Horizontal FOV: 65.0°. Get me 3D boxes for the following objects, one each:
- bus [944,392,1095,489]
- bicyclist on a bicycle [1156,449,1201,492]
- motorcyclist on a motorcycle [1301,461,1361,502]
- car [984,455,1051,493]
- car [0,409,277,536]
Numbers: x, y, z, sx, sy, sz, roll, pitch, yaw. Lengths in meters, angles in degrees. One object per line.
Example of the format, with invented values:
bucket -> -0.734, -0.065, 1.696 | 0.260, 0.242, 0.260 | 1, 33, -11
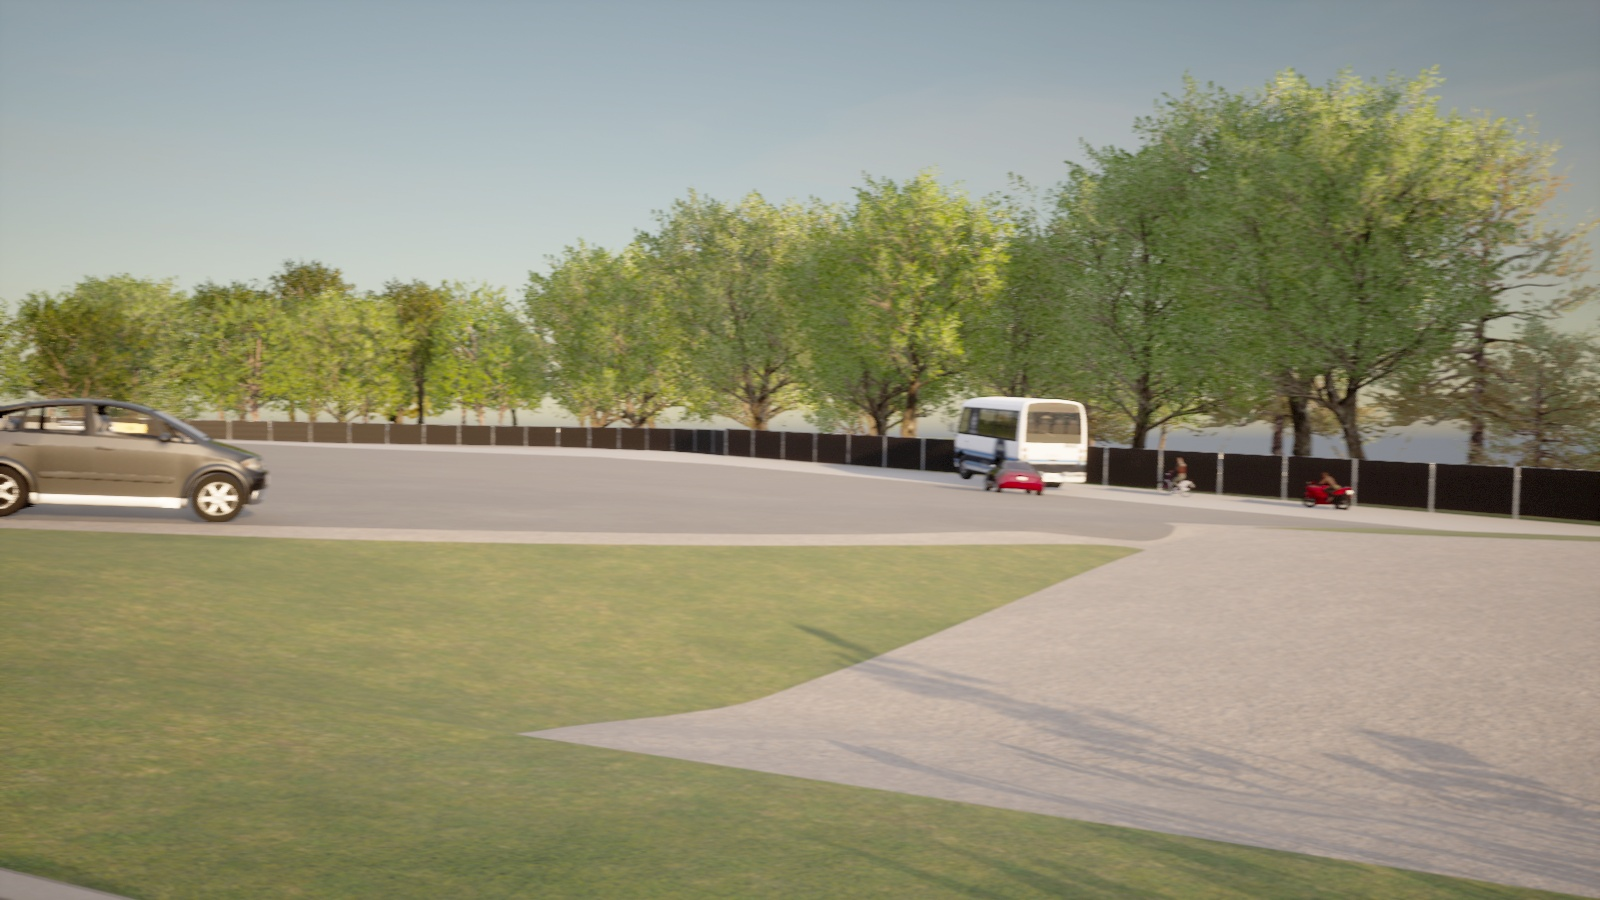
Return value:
bus -> 10.543, -0.647, 62.040 | 3.944, 4.253, 10.273 | 0, 3, -10
bicyclist on a bicycle -> 16.765, 0.901, 55.655 | 0.659, 1.776, 1.843 | -1, 3, -39
motorcyclist on a motorcycle -> 21.218, 1.254, 50.240 | 0.797, 1.523, 2.044 | -1, 3, -41
car -> 8.983, 0.964, 52.136 | 1.994, 1.385, 4.181 | 3, 0, 0
car -> -9.096, 0.292, 16.936 | 3.705, 1.549, 1.789 | 2, 1, -22
